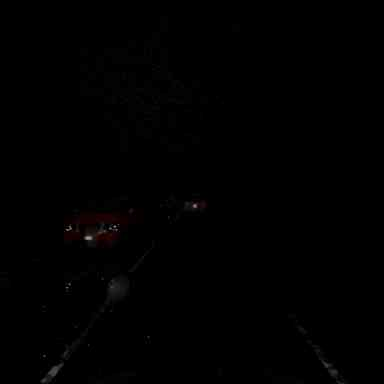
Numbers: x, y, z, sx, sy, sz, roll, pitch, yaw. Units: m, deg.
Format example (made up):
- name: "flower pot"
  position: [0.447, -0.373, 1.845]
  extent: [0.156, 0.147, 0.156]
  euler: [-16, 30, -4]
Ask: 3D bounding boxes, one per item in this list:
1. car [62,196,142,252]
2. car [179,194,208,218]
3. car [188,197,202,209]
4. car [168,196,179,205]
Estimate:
- name: "car"
  position: [-3.503, 1.208, 14.099]
  extent: [2.150, 2.045, 5.566]
  euler: [0, 0, 0]
- name: "car"
  position: [0.278, 1.207, 30.544]
  extent: [2.150, 2.045, 5.566]
  euler: [0, 1, 1]
- name: "car"
  position: [0.397, 1.443, 46.588]
  extent: [1.882, 1.535, 5.008]
  euler: [0, 0, 1]
- name: "car"
  position: [-3.098, 1.430, 58.302]
  extent: [1.837, 1.490, 4.892]
  euler: [0, 0, 1]
